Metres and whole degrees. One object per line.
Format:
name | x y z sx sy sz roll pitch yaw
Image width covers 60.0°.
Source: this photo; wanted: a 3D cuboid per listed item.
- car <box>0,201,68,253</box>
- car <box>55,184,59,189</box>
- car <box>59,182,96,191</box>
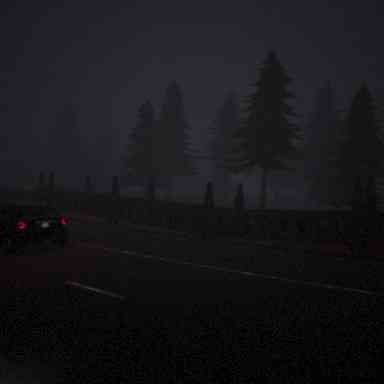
car | -6.973 1.116 13.110 4.553 1.767 2.097 3 2 35
car | -20.042 -0.975 53.643 1.994 1.385 4.181 5 3 37
car | -17.272 -0.803 51.510 2.128 1.511 4.902 5 3 37
